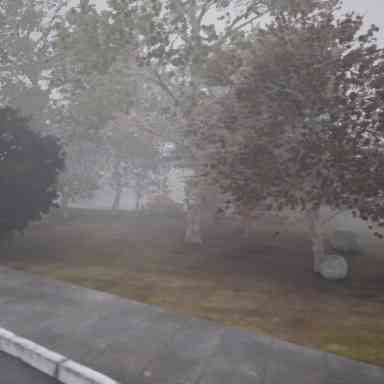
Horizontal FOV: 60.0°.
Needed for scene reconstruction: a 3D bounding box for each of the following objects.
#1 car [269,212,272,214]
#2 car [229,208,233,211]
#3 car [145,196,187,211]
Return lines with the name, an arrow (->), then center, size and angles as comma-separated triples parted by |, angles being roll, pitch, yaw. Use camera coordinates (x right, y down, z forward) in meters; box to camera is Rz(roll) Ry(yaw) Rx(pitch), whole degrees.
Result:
car -> 13.029, 3.287, 62.023 | 5.008, 1.535, 1.882 | 4, 0, -42
car -> 9.023, 3.062, 62.673 | 4.902, 1.511, 2.128 | 3, 0, -42
car -> -3.876, 1.677, 46.590 | 5.566, 2.045, 2.150 | 6, -2, -42
